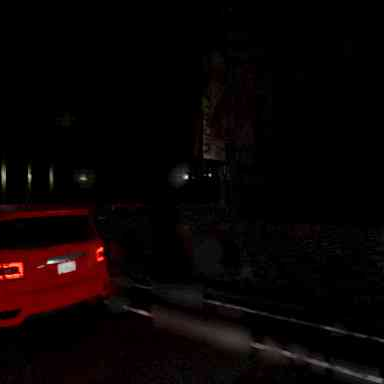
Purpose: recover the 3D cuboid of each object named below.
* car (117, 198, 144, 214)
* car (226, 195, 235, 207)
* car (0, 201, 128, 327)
[{"bbox_3d":[-6.987,1.438,33.639,2.097,1.767,4.553,0,0,36],"label":"car"},{"bbox_3d":[7.604,1.337,53.735,2.150,2.045,5.566,0,-1,36],"label":"car"},{"bbox_3d":[-4.062,1.237,6.593,5.566,2.045,2.150,0,0,36],"label":"car"}]
